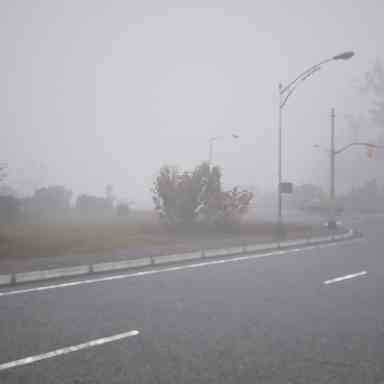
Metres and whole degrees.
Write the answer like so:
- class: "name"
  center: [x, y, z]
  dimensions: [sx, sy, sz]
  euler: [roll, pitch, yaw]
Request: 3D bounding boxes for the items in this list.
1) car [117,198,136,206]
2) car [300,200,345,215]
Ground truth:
- class: "car"
  center: [-11.551, 1.729, 58.451]
  dimensions: [1.994, 1.385, 4.181]
  euler: [0, 0, -38]
- class: "car"
  center: [14.487, 1.691, 37.227]
  dimensions: [2.128, 1.511, 4.902]
  euler: [0, 0, -39]
